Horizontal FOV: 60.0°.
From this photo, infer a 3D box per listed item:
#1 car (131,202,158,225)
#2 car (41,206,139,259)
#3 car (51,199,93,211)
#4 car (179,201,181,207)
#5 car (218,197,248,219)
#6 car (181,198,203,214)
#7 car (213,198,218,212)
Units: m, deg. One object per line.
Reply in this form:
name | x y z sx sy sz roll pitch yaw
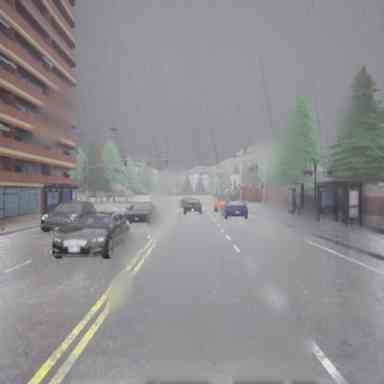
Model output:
car | -3.562 1.463 23.826 1.882 1.535 5.008 0 0 0
car | -3.584 1.485 12.551 2.128 1.511 4.902 0 0 0
car | -7.075 1.339 19.682 2.097 1.767 4.553 0 0 0
car | -0.682 1.503 47.607 2.033 1.411 5.357 0 0 -9
car | 3.618 1.459 28.842 1.882 1.535 5.008 0 0 0
car | 0.092 1.483 34.655 1.837 1.490 4.892 0 0 0
car | 3.607 1.328 38.062 2.097 1.767 4.553 0 0 0
